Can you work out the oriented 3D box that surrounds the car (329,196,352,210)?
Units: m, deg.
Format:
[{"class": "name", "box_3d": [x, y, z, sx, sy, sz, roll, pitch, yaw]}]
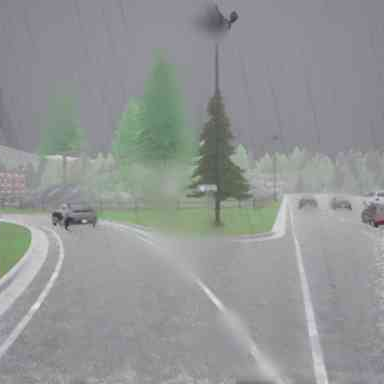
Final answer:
[{"class": "car", "box_3d": [16.470, 1.209, 37.020, 1.812, 1.442, 4.674, 0, 0, 16]}]

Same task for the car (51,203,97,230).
[{"class": "car", "box_3d": [-7.334, 1.410, 20.528, 2.128, 1.511, 4.902, -1, 0, -34]}]

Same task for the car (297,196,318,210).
[{"class": "car", "box_3d": [12.820, 1.209, 36.934, 1.837, 1.490, 4.892, 0, 0, 16]}]

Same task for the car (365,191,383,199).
[{"class": "car", "box_3d": [19.334, 0.905, 34.243, 2.150, 2.045, 5.566, 0, 0, 16]}]

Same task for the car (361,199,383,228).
[{"class": "car", "box_3d": [11.760, 1.374, 20.384, 1.994, 1.385, 4.181, 0, 0, 16]}]
